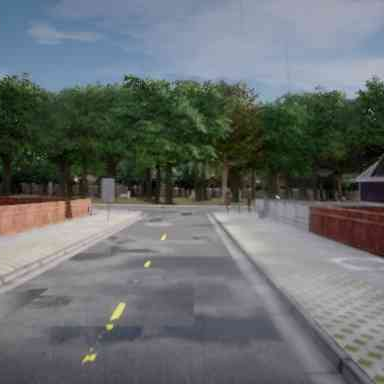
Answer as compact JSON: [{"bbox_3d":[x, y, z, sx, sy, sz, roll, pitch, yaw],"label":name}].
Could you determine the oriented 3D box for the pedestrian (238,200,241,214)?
[{"bbox_3d":[4.501,1.371,31.508,0.375,1.300,0.375,-1,1,0],"label":"pedestrian"}]

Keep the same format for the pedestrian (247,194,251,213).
[{"bbox_3d":[5.500,1.091,32.101,0.375,1.860,0.375,-1,1,0],"label":"pedestrian"}]

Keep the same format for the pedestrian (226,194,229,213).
[{"bbox_3d":[3.500,1.100,32.701,0.375,1.860,0.375,-1,1,0],"label":"pedestrian"}]
